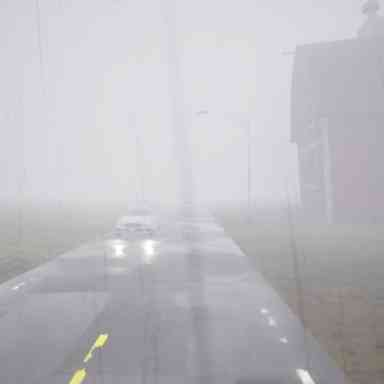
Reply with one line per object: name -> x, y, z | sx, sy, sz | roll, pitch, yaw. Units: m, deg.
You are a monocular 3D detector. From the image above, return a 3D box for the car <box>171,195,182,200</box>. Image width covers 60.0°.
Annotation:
car -> -3.707, 1.281, 80.345 | 1.895, 1.301, 4.718 | 0, 0, -12

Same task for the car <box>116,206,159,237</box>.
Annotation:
car -> -2.847, 1.514, 18.254 | 1.812, 1.442, 4.674 | 0, 0, 0

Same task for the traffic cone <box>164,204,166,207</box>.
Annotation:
traffic cone -> -3.848, 1.880, 42.290 | 0.340, 0.580, 0.340 | 0, 0, 0

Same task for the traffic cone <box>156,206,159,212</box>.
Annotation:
traffic cone -> -3.848, 1.896, 37.289 | 0.340, 0.580, 0.340 | 0, 0, 0
